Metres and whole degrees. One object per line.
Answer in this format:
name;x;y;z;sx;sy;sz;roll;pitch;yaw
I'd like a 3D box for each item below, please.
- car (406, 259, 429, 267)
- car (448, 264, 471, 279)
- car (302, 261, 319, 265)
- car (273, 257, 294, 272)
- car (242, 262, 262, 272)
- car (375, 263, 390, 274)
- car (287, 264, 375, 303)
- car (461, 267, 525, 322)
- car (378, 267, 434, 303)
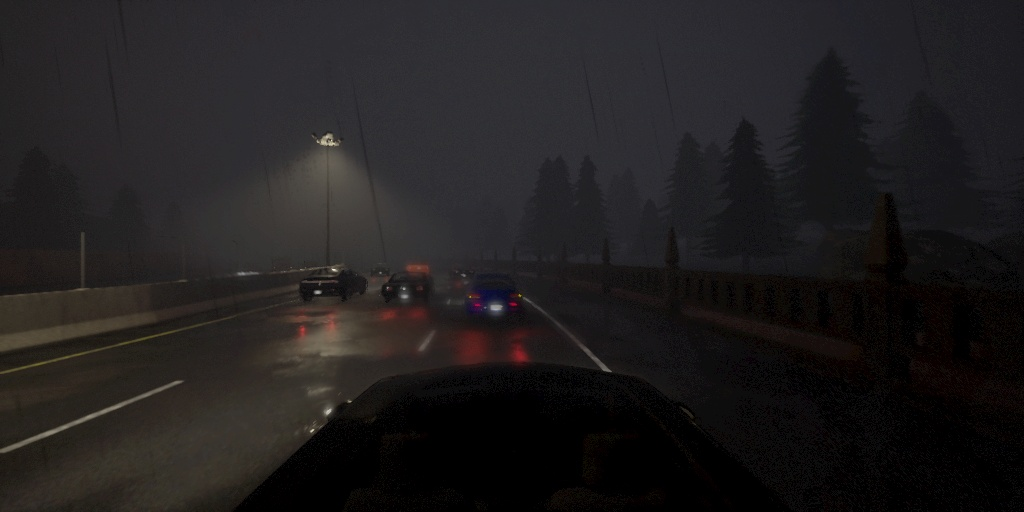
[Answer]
car;-9.188;1.144;34.897;2.097;1.767;4.553;0;0;-18
car;-4.653;1.375;32.327;1.895;1.301;4.718;0;0;-17
car;-24.501;1.358;43.947;1.837;1.490;4.892;0;-1;-27
car;-31.389;1.098;49.262;2.150;2.045;5.566;0;0;-31
car;-34.479;1.491;47.618;1.895;1.301;4.718;0;0;-31
car;-14.179;1.412;38.518;1.895;1.301;4.718;0;0;-21
car;-8.360;1.276;17.154;2.128;1.511;4.902;0;0;-9
car;-0.685;1.281;12.330;1.812;1.442;4.674;0;0;-6
car;-4.744;1.372;16.940;1.895;1.301;4.718;0;0;-9
